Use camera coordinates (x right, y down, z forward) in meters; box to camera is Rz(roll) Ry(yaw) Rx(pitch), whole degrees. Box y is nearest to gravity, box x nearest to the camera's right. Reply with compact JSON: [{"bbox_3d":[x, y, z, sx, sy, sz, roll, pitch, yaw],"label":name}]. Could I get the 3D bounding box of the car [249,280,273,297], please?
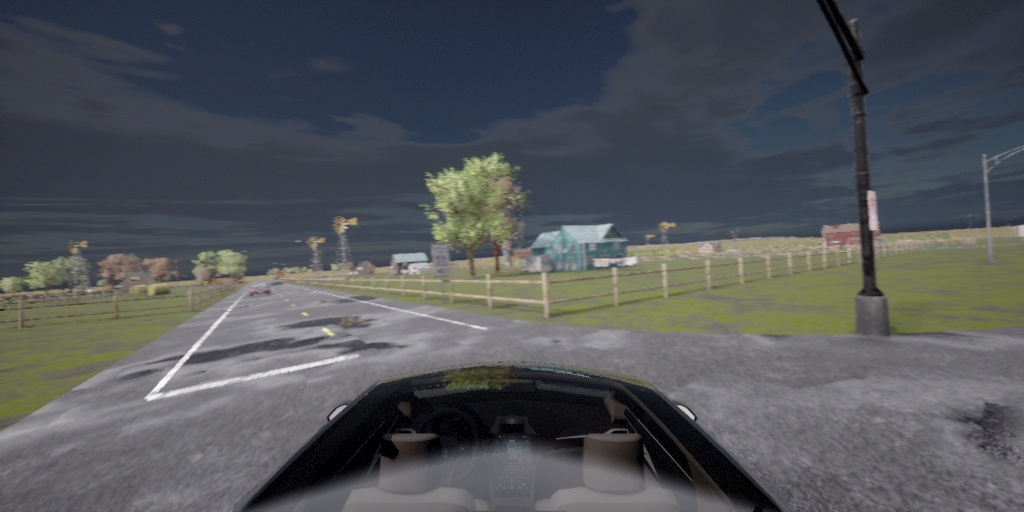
[{"bbox_3d":[-28.731,3.799,40.899,1.812,1.442,4.674,-4,-1,-35],"label":"car"}]
